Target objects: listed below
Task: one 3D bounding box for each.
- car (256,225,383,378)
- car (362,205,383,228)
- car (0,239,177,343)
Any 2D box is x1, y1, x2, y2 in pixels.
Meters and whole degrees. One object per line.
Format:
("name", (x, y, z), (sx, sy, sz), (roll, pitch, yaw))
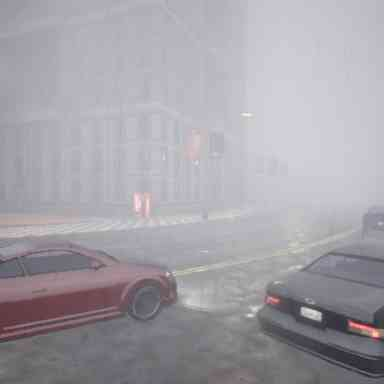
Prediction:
("car", (3.418, 1.545, 5.660), (5.357, 1.411, 2.033), (0, 0, -39))
("car", (11.000, 1.470, 18.883), (1.882, 1.535, 5.008), (0, 0, 35))
("car", (-2.364, 1.562, 5.900), (4.181, 1.385, 1.994), (0, 0, -32))
